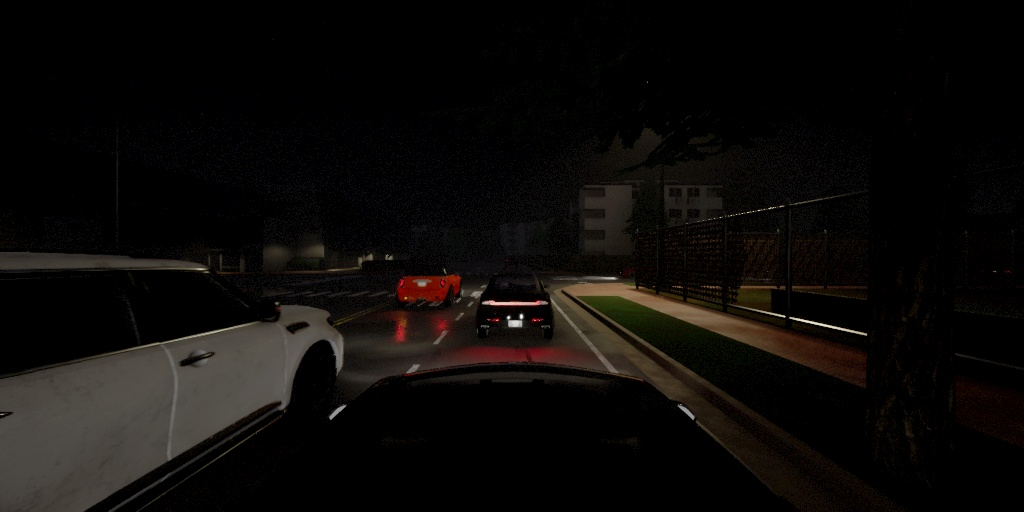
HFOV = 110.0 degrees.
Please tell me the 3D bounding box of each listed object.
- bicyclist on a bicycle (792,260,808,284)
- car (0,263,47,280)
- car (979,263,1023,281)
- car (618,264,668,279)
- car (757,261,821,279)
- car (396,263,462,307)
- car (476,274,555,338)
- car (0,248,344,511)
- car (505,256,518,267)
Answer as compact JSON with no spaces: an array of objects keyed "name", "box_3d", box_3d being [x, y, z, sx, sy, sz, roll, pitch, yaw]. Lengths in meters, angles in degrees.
[{"name":"bicyclist on a bicycle","box_3d":[18.301,1.037,22.965,0.582,1.620,1.656,0,0,0]},{"name":"car","box_3d":[-43.484,1.314,30.932,4.181,1.385,1.994,0,0,0]},{"name":"car","box_3d":[40.889,1.273,29.407,5.357,1.411,2.033,0,0,-19]},{"name":"car","box_3d":[11.660,1.297,31.916,4.181,1.385,1.994,0,0,0]},{"name":"car","box_3d":[24.621,1.236,31.951,4.892,1.490,1.837,-1,0,0]},{"name":"car","box_3d":[-3.465,1.101,15.716,2.097,1.767,4.553,0,0,-1]},{"name":"car","box_3d":[0.088,1.242,10.132,2.128,1.511,4.902,0,0,0]},{"name":"car","box_3d":[-3.401,0.971,2.585,2.150,2.045,5.566,0,0,0]},{"name":"car","box_3d":[-0.101,0.971,64.224,2.150,2.045,5.566,0,0,0]}]
